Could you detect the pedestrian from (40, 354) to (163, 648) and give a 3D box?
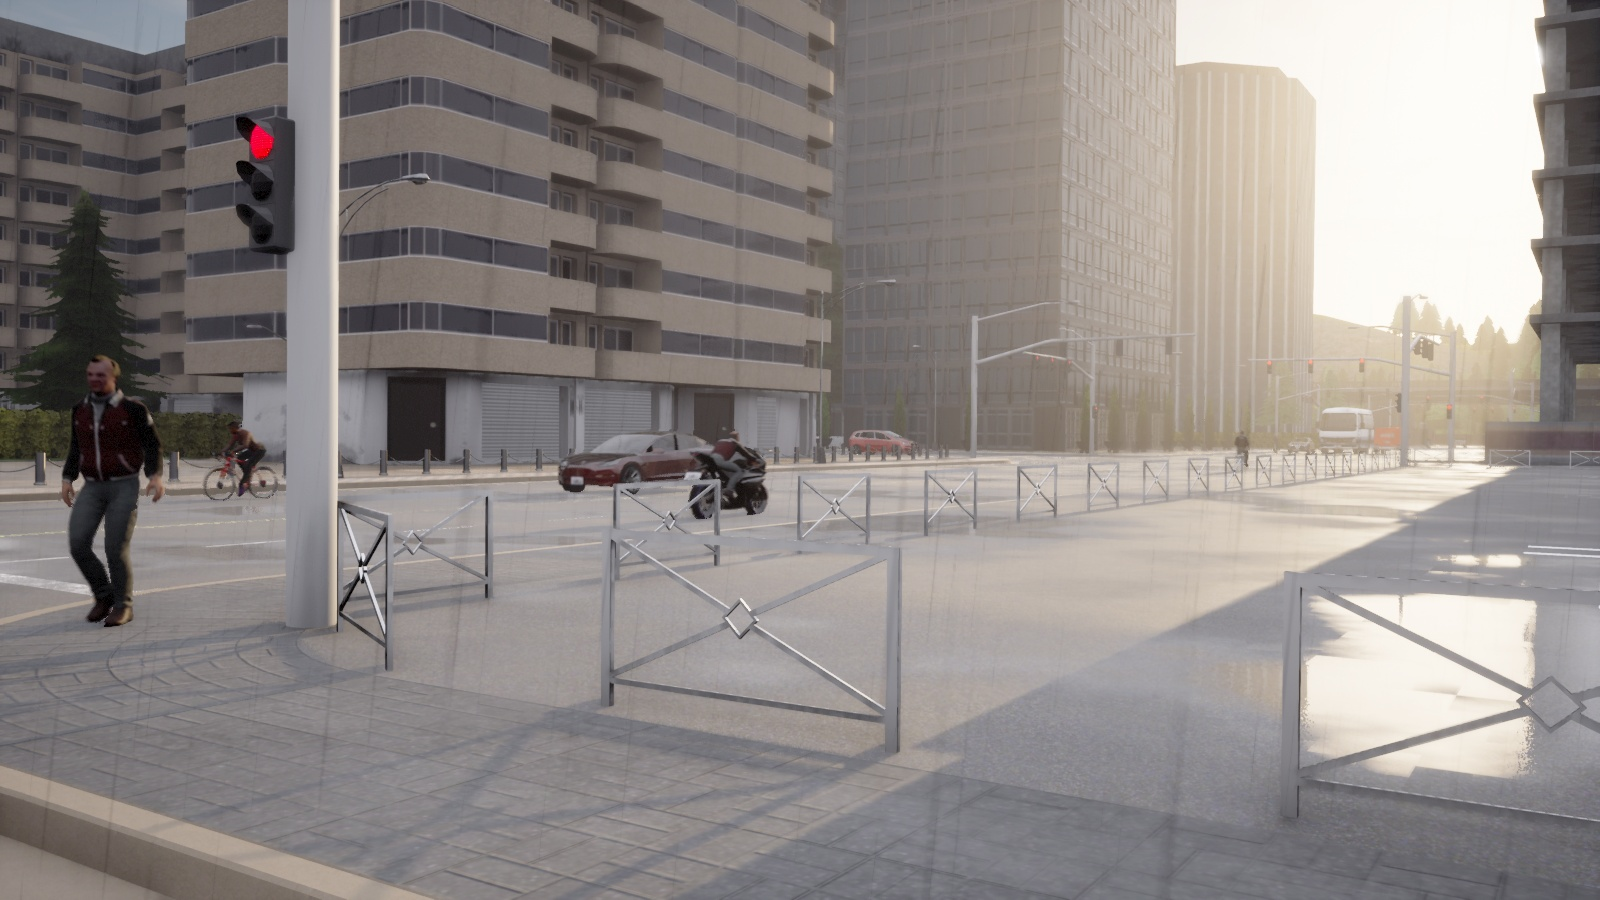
[{"bbox_3d":[-4.580,0.318,8.269,0.376,1.854,0.720,-1,1,1],"label":"pedestrian"}]

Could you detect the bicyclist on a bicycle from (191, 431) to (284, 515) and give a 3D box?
[{"bbox_3d":[-11.383,0.440,25.455,0.582,1.620,1.656,0,1,33],"label":"bicyclist on a bicycle"}]

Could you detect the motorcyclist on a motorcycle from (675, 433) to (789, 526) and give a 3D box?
[{"bbox_3d":[-1.154,0.477,21.967,0.866,1.530,2.191,0,1,33],"label":"motorcyclist on a motorcycle"}]

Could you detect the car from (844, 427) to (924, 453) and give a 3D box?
[{"bbox_3d":[5.381,-0.633,80.848,4.611,1.667,2.242,0,1,32],"label":"car"}]

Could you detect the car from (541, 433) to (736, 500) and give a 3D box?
[{"bbox_3d":[-3.842,0.346,30.755,2.163,1.488,4.792,0,1,33],"label":"car"}]
